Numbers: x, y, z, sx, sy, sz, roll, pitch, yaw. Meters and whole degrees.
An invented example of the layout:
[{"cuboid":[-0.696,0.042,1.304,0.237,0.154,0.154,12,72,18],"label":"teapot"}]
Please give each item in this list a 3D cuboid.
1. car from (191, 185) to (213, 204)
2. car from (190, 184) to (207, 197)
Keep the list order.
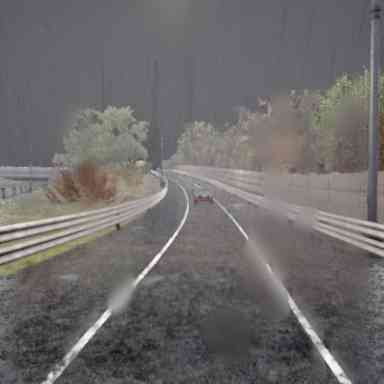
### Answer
[{"cuboid":[1.287,0.364,38.744,2.097,1.767,4.553,0,3,-2],"label":"car"},{"cuboid":[0.901,-0.281,49.735,2.128,1.511,4.902,0,5,-3],"label":"car"}]
